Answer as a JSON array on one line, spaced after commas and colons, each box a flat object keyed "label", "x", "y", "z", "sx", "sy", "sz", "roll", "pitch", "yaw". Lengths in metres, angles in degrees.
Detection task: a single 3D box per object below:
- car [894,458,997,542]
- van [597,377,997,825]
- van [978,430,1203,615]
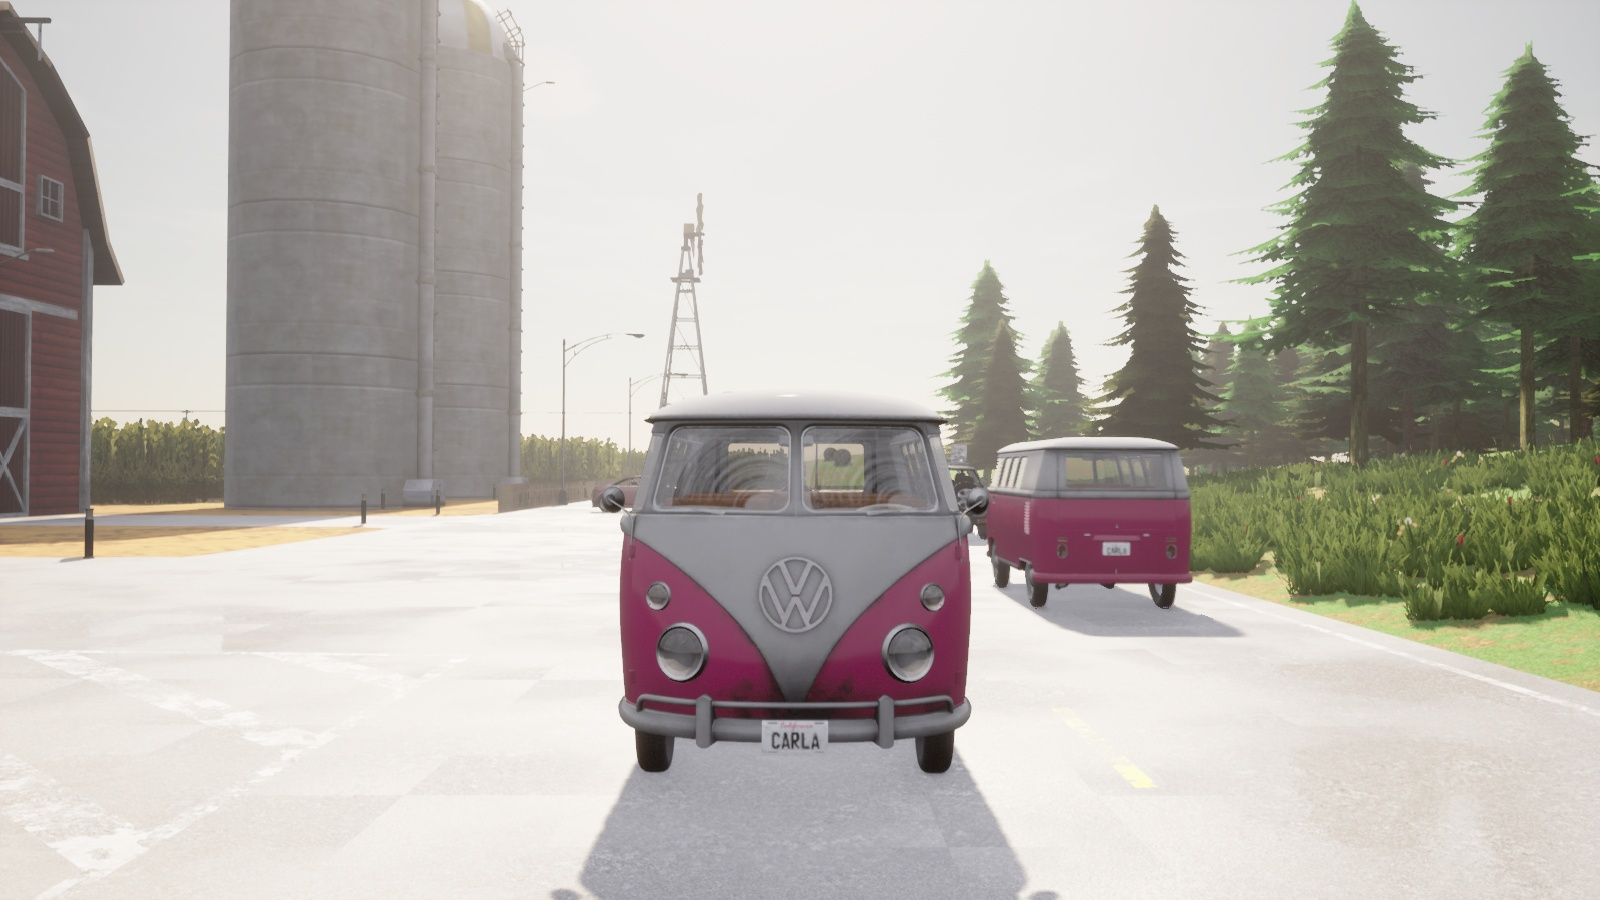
[{"label": "car", "x": 3.421, "y": 1.133, "z": 30.307, "sx": 1.932, "sy": 1.855, "sz": 4.605, "roll": 0, "pitch": 0, "yaw": 0}, {"label": "van", "x": -0.022, "y": 0.698, "z": 7.819, "sx": 1.775, "sy": 1.987, "sz": 4.442, "roll": 0, "pitch": -1, "yaw": 0}, {"label": "van", "x": 3.458, "y": 0.821, "z": 15.811, "sx": 1.775, "sy": 1.987, "sz": 4.442, "roll": 0, "pitch": -1, "yaw": 0}]
